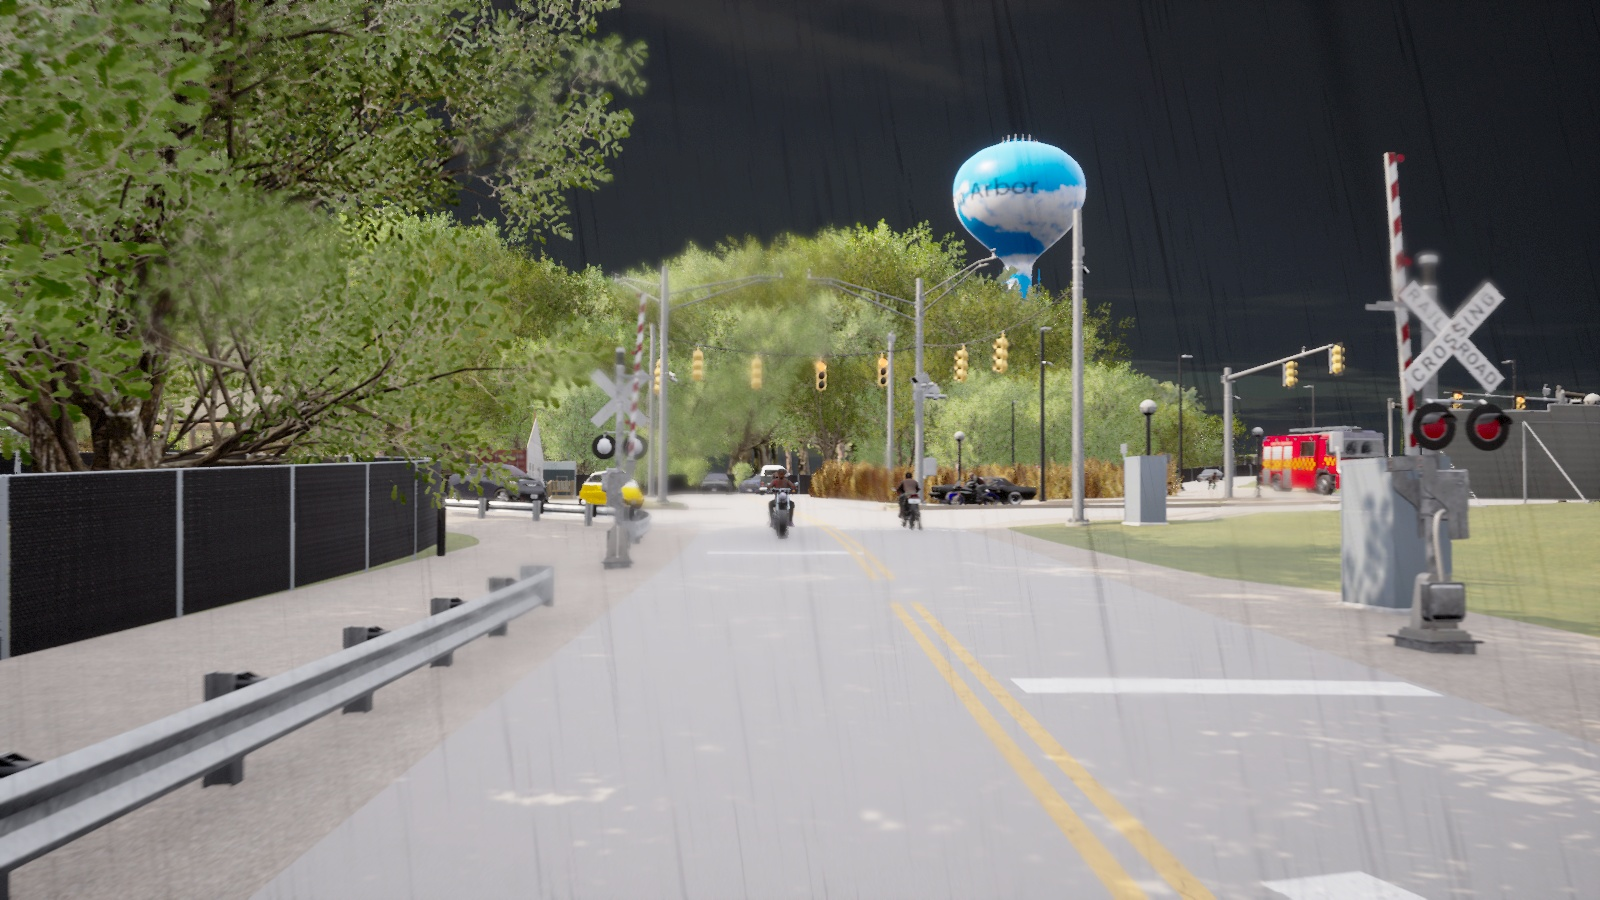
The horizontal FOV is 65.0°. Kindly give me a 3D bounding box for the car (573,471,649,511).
[{"bbox_3d":[-6.667,1.453,44.228,2.207,1.376,1.481,-2,-3,32],"label":"car"}]

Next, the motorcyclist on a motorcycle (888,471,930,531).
[{"bbox_3d":[2.877,1.324,33.332,0.797,1.523,2.044,1,-1,-3],"label":"motorcyclist on a motorcycle"}]

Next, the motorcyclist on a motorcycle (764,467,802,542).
[{"bbox_3d":[-0.414,1.232,29.071,0.766,1.649,2.350,0,-1,-3],"label":"motorcyclist on a motorcycle"}]

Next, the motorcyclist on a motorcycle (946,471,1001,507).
[{"bbox_3d":[7.443,1.693,54.006,2.191,1.530,0.866,0,-1,-6],"label":"motorcyclist on a motorcycle"}]

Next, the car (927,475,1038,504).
[{"bbox_3d":[8.340,1.820,57.630,4.718,1.301,1.895,0,-1,-6],"label":"car"}]

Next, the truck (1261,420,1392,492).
[{"bbox_3d":[29.497,0.391,70.845,2.891,3.827,8.468,0,-1,-7],"label":"truck"}]

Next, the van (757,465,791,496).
[{"bbox_3d":[-1.791,2.142,87.145,2.069,2.038,4.480,0,-2,2],"label":"van"}]

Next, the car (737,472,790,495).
[{"bbox_3d":[-2.751,2.583,96.710,2.097,1.767,4.553,-1,-2,28],"label":"car"}]

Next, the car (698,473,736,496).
[{"bbox_3d":[-5.443,2.305,82.837,2.033,1.411,5.357,0,-2,1],"label":"car"}]

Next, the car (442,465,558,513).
[{"bbox_3d":[-9.831,1.277,41.075,3.633,1.501,1.845,-1,-3,39],"label":"car"}]
